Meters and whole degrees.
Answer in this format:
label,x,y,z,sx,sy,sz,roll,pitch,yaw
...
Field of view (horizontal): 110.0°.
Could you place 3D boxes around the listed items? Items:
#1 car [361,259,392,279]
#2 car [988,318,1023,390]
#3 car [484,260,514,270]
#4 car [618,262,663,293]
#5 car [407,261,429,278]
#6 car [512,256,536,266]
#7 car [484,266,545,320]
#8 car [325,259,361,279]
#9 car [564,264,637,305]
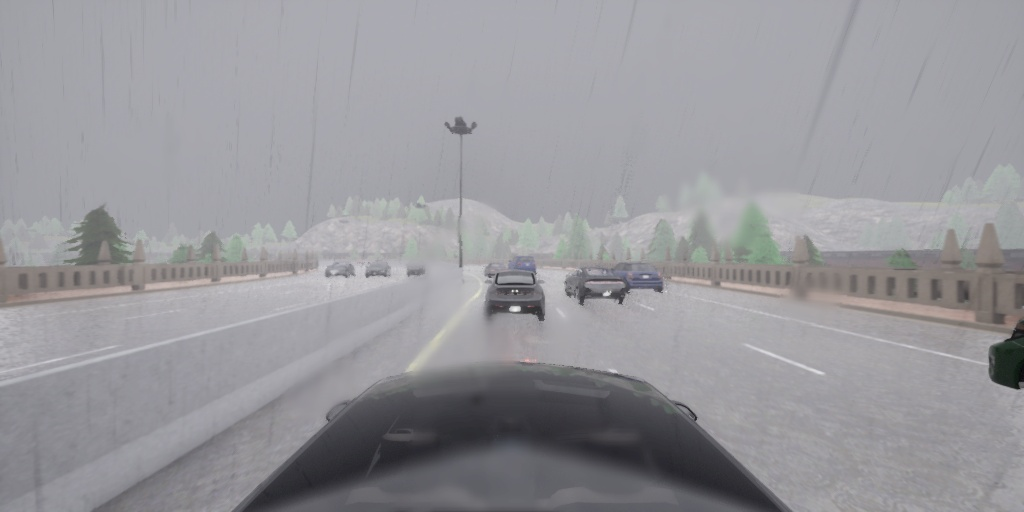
label,x,y,z,sx,sy,sz,roll,pitch,yaw
car,-12.482,1.285,33.736,1.837,1.490,4.892,0,0,-12
car,7.100,0.971,2.051,2.150,2.045,5.566,0,0,0
car,-1.555,1.316,33.746,2.033,1.411,5.357,0,0,-10
car,6.858,1.102,20.821,2.097,1.767,4.553,0,0,-3
car,-9.234,1.257,35.292,1.882,1.535,5.008,0,0,-13
car,0.996,0.995,38.623,2.150,2.045,5.566,0,0,-12
car,0.099,1.253,12.599,1.837,1.490,4.892,0,0,0
car,-16.017,1.275,33.612,2.128,1.511,4.902,0,0,-12
car,3.551,1.240,16.043,2.128,1.511,4.902,0,0,-1
